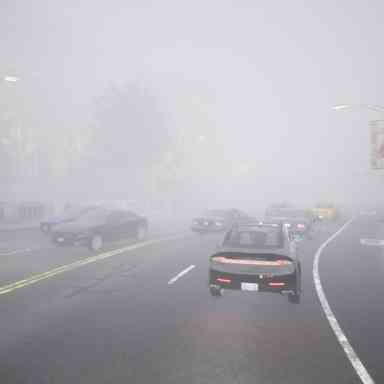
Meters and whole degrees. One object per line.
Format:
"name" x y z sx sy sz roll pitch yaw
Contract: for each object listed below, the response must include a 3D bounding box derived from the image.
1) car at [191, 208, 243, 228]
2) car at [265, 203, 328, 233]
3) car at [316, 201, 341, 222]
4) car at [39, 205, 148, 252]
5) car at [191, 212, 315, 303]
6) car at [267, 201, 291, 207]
"car" 1.879 1.547 17.861 2.033 1.411 5.357 0 0 29
"car" 5.531 1.547 17.286 2.033 1.411 5.357 0 0 29
"car" 10.542 1.456 26.247 1.801 1.575 5.366 0 0 30
"car" -3.785 1.477 14.397 1.882 1.535 5.008 0 0 24
"car" 1.680 1.492 8.327 2.128 1.511 4.902 0 0 15
"car" 7.591 1.491 27.909 2.128 1.511 4.902 0 0 30
